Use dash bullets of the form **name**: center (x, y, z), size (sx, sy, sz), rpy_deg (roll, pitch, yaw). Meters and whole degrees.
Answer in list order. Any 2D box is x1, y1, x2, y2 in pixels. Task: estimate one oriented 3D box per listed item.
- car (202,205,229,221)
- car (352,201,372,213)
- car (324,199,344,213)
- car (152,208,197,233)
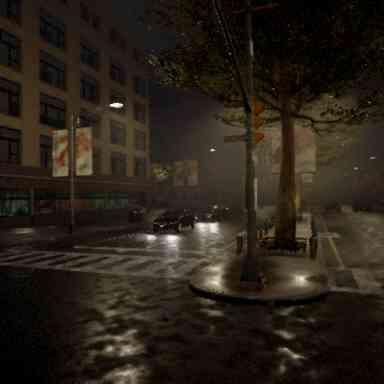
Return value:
- **car**: center (2.390, 2.041, 32.964), size (2.128, 1.511, 4.902), rpy_deg (-1, -1, 20)
- **car**: center (22.569, 1.954, 44.304), size (1.882, 1.535, 5.008), rpy_deg (-1, -1, 20)
- **car**: center (18.982, 2.041, 44.855), size (1.837, 1.490, 4.892), rpy_deg (-1, -1, 20)
- **car**: center (-1.106, 1.933, 23.292), size (1.837, 1.490, 4.892), rpy_deg (-1, -1, 20)
